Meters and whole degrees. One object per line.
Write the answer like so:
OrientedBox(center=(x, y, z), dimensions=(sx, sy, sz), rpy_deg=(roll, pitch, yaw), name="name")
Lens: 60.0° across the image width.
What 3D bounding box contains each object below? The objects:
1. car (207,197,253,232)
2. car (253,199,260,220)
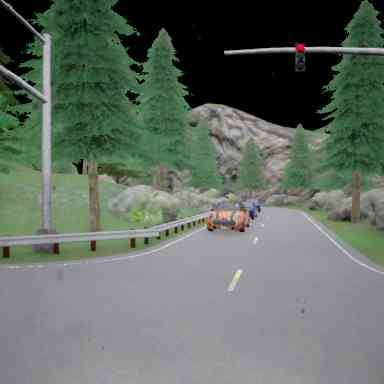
OrientedBox(center=(2.310, 1.383, 20.322), dimensions=(2.097, 1.767, 4.553), rpy_deg=(0, 0, 15), name="car")
OrientedBox(center=(4.653, 1.522, 29.154), dimensions=(1.882, 1.535, 5.008), rpy_deg=(0, 0, 15), name="car")
